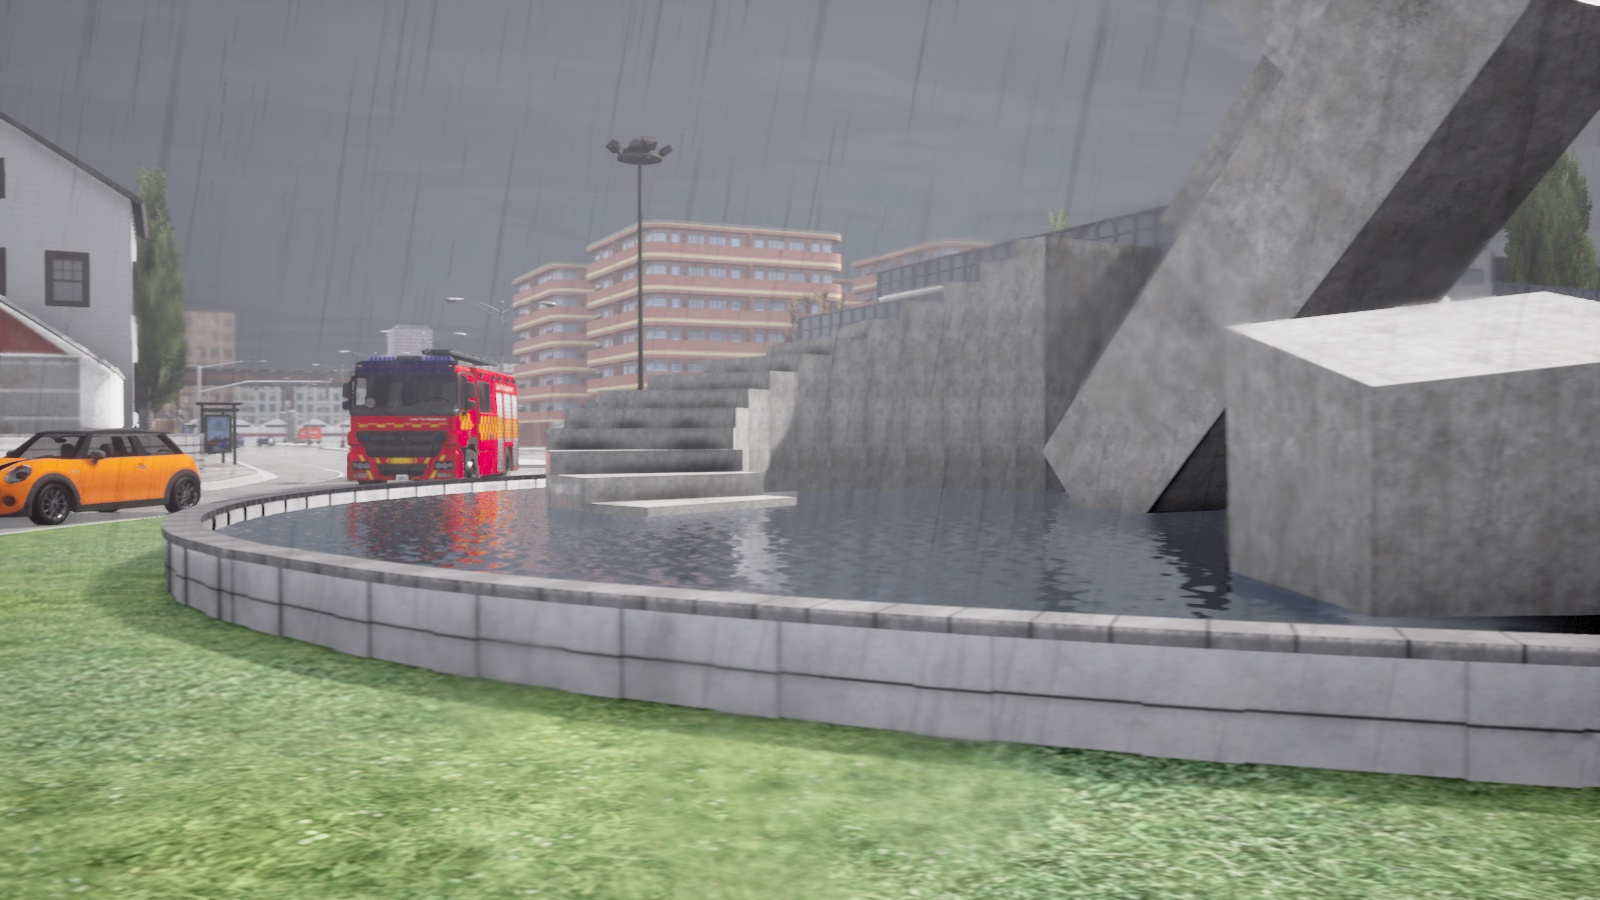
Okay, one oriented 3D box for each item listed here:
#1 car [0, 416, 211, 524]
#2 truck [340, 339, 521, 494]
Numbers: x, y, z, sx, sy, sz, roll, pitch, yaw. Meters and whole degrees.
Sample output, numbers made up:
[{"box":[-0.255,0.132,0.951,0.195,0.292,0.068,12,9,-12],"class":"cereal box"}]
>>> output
[{"box":[-13.409,0.294,23.149,2.097,1.767,4.553,1,1,17],"class":"car"},{"box":[-10.119,-0.892,35.431,2.891,3.827,8.468,0,1,-2],"class":"truck"}]
